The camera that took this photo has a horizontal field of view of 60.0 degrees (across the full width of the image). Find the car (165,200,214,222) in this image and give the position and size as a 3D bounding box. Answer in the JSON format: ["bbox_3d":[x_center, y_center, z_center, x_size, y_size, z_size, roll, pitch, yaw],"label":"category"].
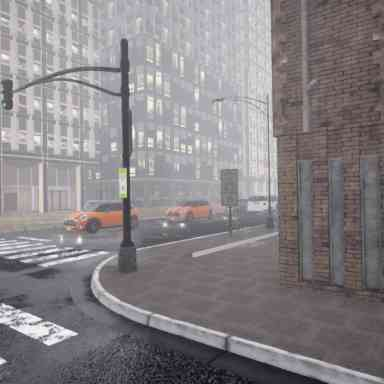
[{"bbox_3d":[-0.150,1.433,27.066,2.097,1.767,4.553,-1,-1,36],"label":"car"}]

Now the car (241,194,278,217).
[{"bbox_3d":[7.224,1.255,31.809,2.150,2.045,5.566,-1,-1,36],"label":"car"}]

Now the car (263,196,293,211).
[{"bbox_3d":[11.074,1.471,42.538,2.097,1.767,4.553,-1,-1,36],"label":"car"}]

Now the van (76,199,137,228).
[{"bbox_3d":[-5.917,1.460,23.512,1.690,1.788,3.998,-2,-1,36],"label":"van"}]

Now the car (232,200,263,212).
[{"bbox_3d":[6.992,1.689,41.368,1.752,1.417,4.829,-2,-1,36],"label":"car"}]

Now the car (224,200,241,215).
[{"bbox_3d":[5.130,1.590,34.359,2.128,1.511,4.902,-1,-1,36],"label":"car"}]

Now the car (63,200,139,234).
[{"bbox_3d":[-5.358,1.416,19.912,2.097,1.767,4.553,-1,-1,37],"label":"car"}]
